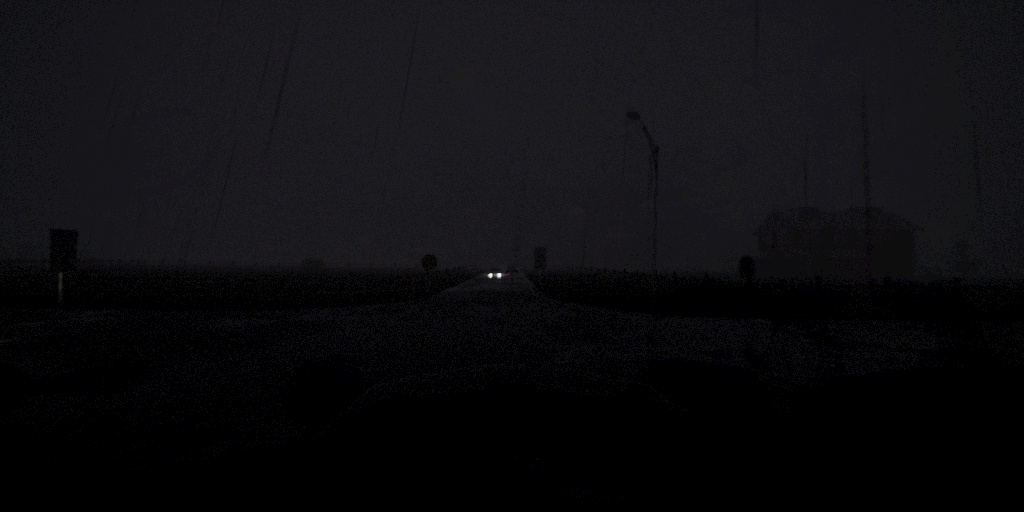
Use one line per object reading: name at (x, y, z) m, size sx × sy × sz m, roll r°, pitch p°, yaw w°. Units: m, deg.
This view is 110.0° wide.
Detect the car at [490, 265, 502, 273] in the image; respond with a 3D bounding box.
car at (-2.749, 2.206, 60.639) m, size 1.895 × 1.301 × 4.718 m, roll 0°, pitch -1°, yaw 0°

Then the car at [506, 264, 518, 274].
car at (0.002, 2.100, 56.081) m, size 1.994 × 1.385 × 4.181 m, roll 0°, pitch -1°, yaw 0°
